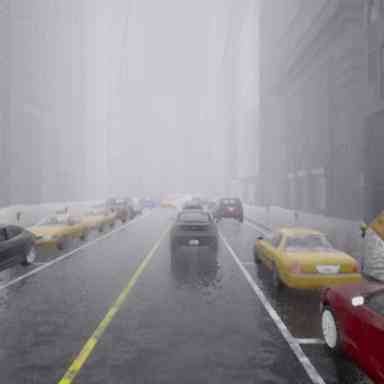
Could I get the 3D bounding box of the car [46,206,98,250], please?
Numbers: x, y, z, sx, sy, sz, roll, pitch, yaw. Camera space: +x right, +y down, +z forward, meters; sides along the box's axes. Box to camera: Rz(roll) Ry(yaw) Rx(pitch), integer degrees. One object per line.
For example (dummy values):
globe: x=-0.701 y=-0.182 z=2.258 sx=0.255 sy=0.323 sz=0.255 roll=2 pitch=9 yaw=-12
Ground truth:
car: x=-5.763 y=1.539 z=14.366 sx=1.752 sy=1.417 sz=4.829 roll=0 pitch=0 yaw=0

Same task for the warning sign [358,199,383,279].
warning sign: x=5.072 y=1.123 z=8.329 sx=1.300 sy=1.860 sz=1.060 roll=0 pitch=0 yaw=0

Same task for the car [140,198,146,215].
car: x=-5.761 y=1.558 z=31.289 sx=1.752 sy=1.417 sz=4.829 roll=0 pitch=0 yaw=0

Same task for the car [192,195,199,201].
car: x=0.912 y=1.660 z=89.333 sx=1.812 sy=1.442 sz=4.674 roll=0 pitch=0 yaw=0

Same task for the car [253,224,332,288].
car: x=2.761 y=1.534 z=9.073 sx=1.752 sy=1.417 sz=4.829 roll=0 pitch=0 yaw=0

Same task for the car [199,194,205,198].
car: x=2.767 y=1.519 z=59.666 sx=1.967 sy=1.590 sz=4.097 roll=0 pitch=0 yaw=0

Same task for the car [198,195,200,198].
car: x=2.769 y=1.666 z=70.947 sx=1.947 sy=1.339 sz=4.313 roll=0 pitch=0 yaw=0

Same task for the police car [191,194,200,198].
police car: x=0.853 y=1.530 z=73.433 sx=1.930 sy=1.638 sz=5.238 roll=0 pitch=0 yaw=-1

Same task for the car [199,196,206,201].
car: x=2.771 y=1.676 z=87.870 sx=1.887 sy=1.381 sz=4.507 roll=0 pitch=0 yaw=0

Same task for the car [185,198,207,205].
car: x=0.090 y=1.536 z=29.907 sx=1.837 sy=1.490 sz=4.892 roll=0 pitch=0 yaw=0

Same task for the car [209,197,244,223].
car: x=2.763 y=1.341 z=25.824 sx=2.192 sy=1.841 sz=5.009 roll=0 pitch=0 yaw=0

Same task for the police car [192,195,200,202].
police car: x=0.911 y=1.548 z=83.443 sx=1.930 sy=1.638 sz=5.238 roll=0 pitch=0 yaw=0

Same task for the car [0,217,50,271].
car: x=-5.764 y=1.574 z=8.896 sx=1.947 sy=1.339 sz=4.313 roll=0 pitch=0 yaw=0

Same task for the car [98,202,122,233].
car: x=-5.762 y=1.545 z=20.007 sx=1.752 sy=1.417 sz=4.829 roll=0 pitch=0 yaw=0

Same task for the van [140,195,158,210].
van: x=-5.760 y=1.390 z=42.740 sx=1.690 sy=1.788 sz=3.998 roll=0 pitch=0 yaw=0

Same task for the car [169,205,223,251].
car: x=0.085 y=1.519 z=14.145 sx=1.837 sy=1.490 sz=4.892 roll=0 pitch=0 yaw=0

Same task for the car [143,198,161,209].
car: x=-5.759 y=1.609 z=48.380 sx=2.008 sy=1.369 sz=4.403 roll=0 pitch=0 yaw=0

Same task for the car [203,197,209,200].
car: x=2.765 y=1.600 z=42.745 sx=2.008 sy=1.369 sz=4.403 roll=0 pitch=0 yaw=0

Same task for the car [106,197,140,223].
car: x=-5.763 y=1.341 z=25.818 sx=2.192 sy=1.841 sz=5.009 roll=0 pitch=0 yaw=0

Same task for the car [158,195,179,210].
car: x=-3.084 y=1.529 z=44.322 sx=1.882 sy=1.535 sz=5.008 roll=0 pitch=0 yaw=0

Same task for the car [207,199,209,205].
car: x=2.764 y=1.584 z=31.464 sx=2.008 sy=1.369 sz=4.403 roll=0 pitch=0 yaw=0

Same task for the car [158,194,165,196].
car: x=-5.759 y=1.383 z=54.022 sx=2.192 sy=1.841 sz=5.009 roll=0 pitch=0 yaw=0

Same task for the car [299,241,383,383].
car: x=2.761 y=1.548 z=3.262 sx=1.887 sy=1.381 sz=4.507 roll=0 pitch=0 yaw=0
